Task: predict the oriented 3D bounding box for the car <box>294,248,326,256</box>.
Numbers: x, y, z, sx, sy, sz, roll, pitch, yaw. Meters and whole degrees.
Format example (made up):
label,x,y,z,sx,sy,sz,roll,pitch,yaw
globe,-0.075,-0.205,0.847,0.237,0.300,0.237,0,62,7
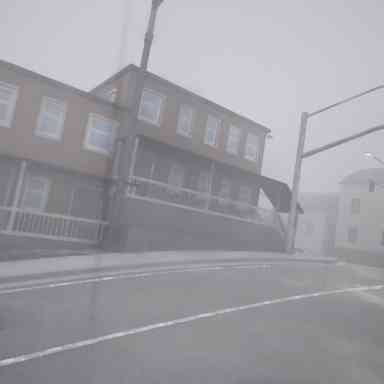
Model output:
label,x,y,z,sx,sy,sz,roll,pitch,yaw
car,9.710,5.686,29.295,1.812,1.442,4.674,13,-16,-34
